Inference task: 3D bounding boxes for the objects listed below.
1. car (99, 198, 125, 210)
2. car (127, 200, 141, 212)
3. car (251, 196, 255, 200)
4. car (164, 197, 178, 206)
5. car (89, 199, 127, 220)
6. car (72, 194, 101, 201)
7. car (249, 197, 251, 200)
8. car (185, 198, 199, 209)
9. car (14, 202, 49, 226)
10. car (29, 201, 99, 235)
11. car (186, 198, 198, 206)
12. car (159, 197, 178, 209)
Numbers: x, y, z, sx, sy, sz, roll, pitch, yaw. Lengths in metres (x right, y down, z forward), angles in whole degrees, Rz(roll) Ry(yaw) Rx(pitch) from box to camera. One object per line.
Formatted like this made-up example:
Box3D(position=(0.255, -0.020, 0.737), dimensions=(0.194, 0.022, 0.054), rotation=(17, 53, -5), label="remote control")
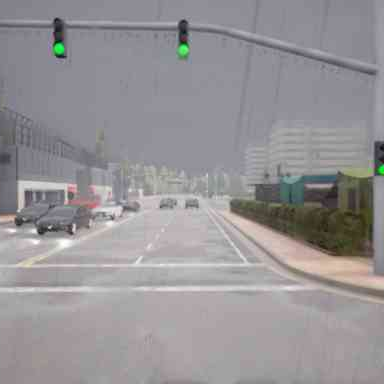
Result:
Box3D(position=(-10.550, 1.574, 44.168), dimensions=(2.033, 1.411, 5.357), rotation=(0, 0, 1), label="car")
Box3D(position=(-7.081, 1.587, 38.161), dimensions=(1.994, 1.385, 4.181), rotation=(0, 0, 0), label="car")
Box3D(position=(14.290, 1.195, 66.166), dimensions=(3.866, 1.878, 1.905), rotation=(0, 0, -2), label="car")
Box3D(position=(-3.499, 1.597, 56.166), dimensions=(1.994, 1.385, 4.181), rotation=(0, 0, 0), label="car")
Box3D(position=(-7.094, 1.542, 28.201), dimensions=(1.812, 1.442, 4.674), rotation=(0, 0, 0), label="car")
Box3D(position=(-10.597, 1.241, 33.471), dimensions=(2.150, 2.045, 5.566), rotation=(0, 0, 0), label="car")
Box3D(position=(14.270, 1.194, 69.060), dimensions=(4.605, 1.855, 1.932), rotation=(0, 0, -2), label="car")
Box3D(position=(0.001, 1.519, 45.893), dimensions=(2.128, 1.511, 4.902), rotation=(0, 0, 0), label="car")
Box3D(position=(-10.599, 1.519, 23.485), dimensions=(1.837, 1.490, 4.892), rotation=(0, 0, 0), label="car")
Box3D(position=(-7.100, 1.516, 19.015), dimensions=(1.837, 1.490, 4.892), rotation=(0, 0, 0), label="car")
Box3D(position=(0.001, 1.634, 56.198), dimensions=(1.895, 1.301, 4.718), rotation=(0, 0, 0), label="car")
Box3D(position=(-3.499, 1.575, 45.893), dimensions=(2.033, 1.411, 5.357), rotation=(0, 0, 0), label="car")
